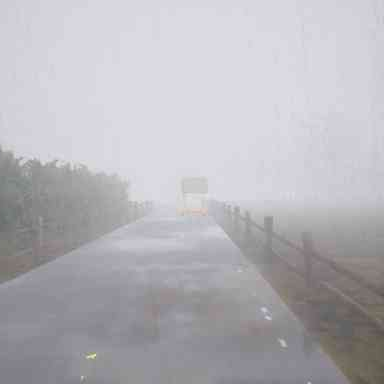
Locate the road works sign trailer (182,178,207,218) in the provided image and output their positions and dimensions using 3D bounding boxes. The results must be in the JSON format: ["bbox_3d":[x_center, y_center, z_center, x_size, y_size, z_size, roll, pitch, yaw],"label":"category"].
[{"bbox_3d":[0.207,0.462,31.633,2.380,3.560,2.880,1,3,-3],"label":"road works sign trailer"}]

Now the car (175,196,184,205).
[{"bbox_3d":[-2.749,1.836,76.728,2.150,2.045,5.566,0,-1,0],"label":"car"}]
